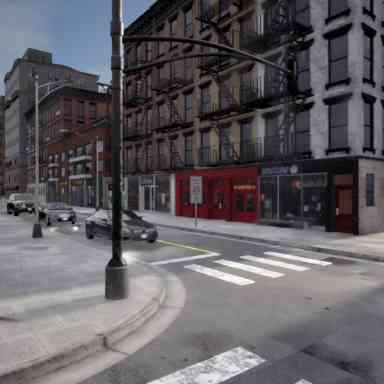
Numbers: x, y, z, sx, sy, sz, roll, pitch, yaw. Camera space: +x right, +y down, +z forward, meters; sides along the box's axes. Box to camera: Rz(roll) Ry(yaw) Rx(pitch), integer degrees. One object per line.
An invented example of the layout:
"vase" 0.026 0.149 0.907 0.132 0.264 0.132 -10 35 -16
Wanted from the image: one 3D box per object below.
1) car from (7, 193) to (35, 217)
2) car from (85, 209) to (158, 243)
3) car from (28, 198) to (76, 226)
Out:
"car" -16.012 1.166 31.617 2.150 2.045 5.566 0 0 -37
"car" -3.394 1.508 15.231 1.812 1.442 4.674 0 0 -39
"car" -9.660 1.455 23.350 2.128 1.511 4.902 0 0 -37
